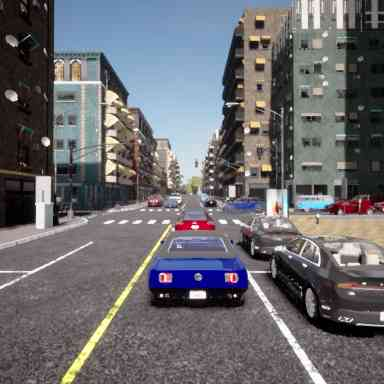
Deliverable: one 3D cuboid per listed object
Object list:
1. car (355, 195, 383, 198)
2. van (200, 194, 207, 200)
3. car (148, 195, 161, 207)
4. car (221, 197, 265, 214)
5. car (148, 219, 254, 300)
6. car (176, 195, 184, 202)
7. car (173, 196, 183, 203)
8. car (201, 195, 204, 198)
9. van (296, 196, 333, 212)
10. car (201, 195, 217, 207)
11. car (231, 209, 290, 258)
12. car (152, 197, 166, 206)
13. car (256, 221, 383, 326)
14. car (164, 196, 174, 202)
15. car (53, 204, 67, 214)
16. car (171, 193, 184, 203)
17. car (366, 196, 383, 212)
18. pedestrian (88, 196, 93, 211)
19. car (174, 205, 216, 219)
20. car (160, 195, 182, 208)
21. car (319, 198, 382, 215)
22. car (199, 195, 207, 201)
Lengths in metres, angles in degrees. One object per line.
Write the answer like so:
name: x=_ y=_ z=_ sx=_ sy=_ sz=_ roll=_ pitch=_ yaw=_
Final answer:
car: x=19.390 y=1.228 z=37.460 sx=5.009 sy=1.841 sz=2.192 roll=0 pitch=0 yaw=1
van: x=2.911 y=1.373 z=78.580 sx=1.690 sy=1.788 sz=3.998 roll=1 pitch=0 yaw=0
car: x=-5.541 y=1.334 z=50.786 sx=2.192 sy=1.841 sz=5.009 roll=1 pitch=0 yaw=0
car: x=5.315 y=1.334 z=35.017 sx=4.553 sy=1.767 sz=2.097 roll=-1 pitch=-1 yaw=1
car: x=0.121 y=1.603 z=8.347 sx=1.895 sy=1.301 sz=4.718 roll=0 pitch=0 yaw=0
car: x=-2.791 y=1.532 z=79.061 sx=1.837 sy=1.490 sz=4.892 roll=0 pitch=0 yaw=0
car: x=-2.827 y=1.591 z=68.652 sx=1.994 sy=1.385 sz=4.181 roll=0 pitch=0 yaw=0
car: x=2.849 y=1.603 z=56.294 sx=1.802 sy=1.307 sz=4.206 roll=1 pitch=0 yaw=0
van: x=13.863 y=1.296 z=37.514 sx=3.998 sy=1.788 sz=1.690 roll=0 pitch=0 yaw=1
car: x=2.835 y=1.585 z=50.724 sx=1.947 sy=1.339 sz=4.313 roll=1 pitch=0 yaw=0
car: x=2.863 y=1.555 z=12.530 sx=2.008 sy=1.369 sz=4.403 roll=1 pitch=0 yaw=0
car: x=-5.530 y=1.566 z=56.357 sx=1.887 sy=1.381 sz=4.507 roll=1 pitch=0 yaw=0
car: x=2.848 y=1.553 z=6.961 sx=2.008 sy=1.369 sz=4.403 roll=1 pitch=0 yaw=0
car: x=-5.471 y=1.597 z=78.641 sx=1.947 sy=1.339 sz=4.313 roll=1 pitch=0 yaw=0
car: x=-16.161 y=1.701 z=35.226 sx=5.357 sy=1.411 sz=2.033 roll=0 pitch=-1 yaw=1
car: x=-2.923 y=1.244 z=58.710 sx=2.150 sy=2.045 sz=5.566 roll=0 pitch=0 yaw=1
car: x=21.256 y=1.385 z=34.854 sx=4.674 sy=1.442 sz=1.812 roll=0 pitch=-1 yaw=1
pedestrian: x=-12.421 y=1.347 z=40.729 sx=0.375 sy=1.860 sz=0.375 roll=0 pitch=0 yaw=1
car: x=0.140 y=1.570 z=17.210 sx=1.994 sy=1.385 sz=4.181 roll=0 pitch=0 yaw=0
car: x=-2.974 y=1.565 z=48.709 sx=2.033 sy=1.411 sz=5.357 roll=0 pitch=0 yaw=1
car: x=13.780 y=1.413 z=29.133 sx=4.206 sy=1.307 sz=1.802 roll=0 pitch=0 yaw=1
car: x=2.938 y=1.581 z=89.721 sx=1.887 sy=1.381 sz=4.507 roll=1 pitch=0 yaw=0
